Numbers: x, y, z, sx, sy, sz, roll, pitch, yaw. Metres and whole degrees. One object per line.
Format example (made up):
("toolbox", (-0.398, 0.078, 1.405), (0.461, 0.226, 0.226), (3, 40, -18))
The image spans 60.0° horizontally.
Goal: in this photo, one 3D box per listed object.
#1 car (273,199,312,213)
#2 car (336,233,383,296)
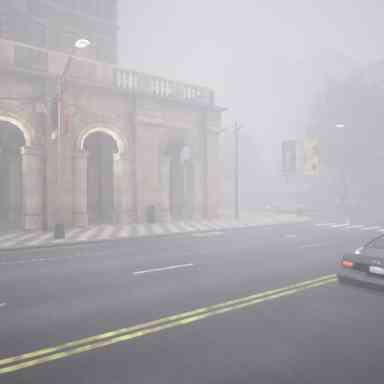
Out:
("car", (11.320, 1.594, 37.869), (1.812, 1.442, 4.674), (0, 1, -36))
("car", (5.608, 1.552, 7.873), (5.357, 1.411, 2.033), (0, 0, -36))
